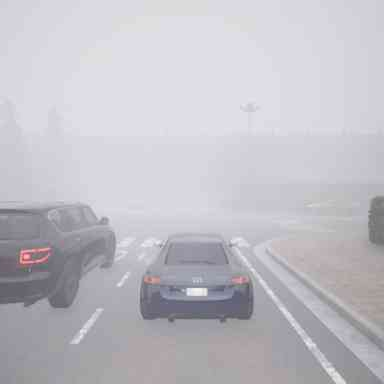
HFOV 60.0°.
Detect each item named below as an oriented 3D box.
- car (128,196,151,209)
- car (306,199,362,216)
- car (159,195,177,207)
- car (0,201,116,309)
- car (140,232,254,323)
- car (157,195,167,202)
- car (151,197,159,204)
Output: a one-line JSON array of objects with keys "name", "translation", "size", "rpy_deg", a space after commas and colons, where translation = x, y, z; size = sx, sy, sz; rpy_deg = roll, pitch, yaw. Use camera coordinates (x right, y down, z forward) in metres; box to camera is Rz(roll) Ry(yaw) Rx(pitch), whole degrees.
[{"name": "car", "translation": [-7.095, 1.351, 44.294], "size": [2.097, 1.767, 4.553], "rpy_deg": [0, 0, 0]}, {"name": "car", "translation": [13.349, 1.421, 31.455], "size": [5.008, 1.535, 1.882], "rpy_deg": [0, 0, 0]}, {"name": "car", "translation": [-3.406, 1.350, 50.196], "size": [2.097, 1.767, 4.553], "rpy_deg": [0, 0, 0]}, {"name": "car", "translation": [-3.408, 1.221, 7.977], "size": [2.150, 2.045, 5.566], "rpy_deg": [0, 0, 0]}, {"name": "car", "translation": [0.082, 1.564, 7.315], "size": [1.994, 1.385, 4.181], "rpy_deg": [0, 0, 0]}, {"name": "car", "translation": [-6.989, 1.520, 77.219], "size": [1.812, 1.442, 4.674], "rpy_deg": [0, 0, 0]}, {"name": "car", "translation": [-7.044, 1.598, 62.452], "size": [1.895, 1.301, 4.718], "rpy_deg": [0, 0, 0]}]
